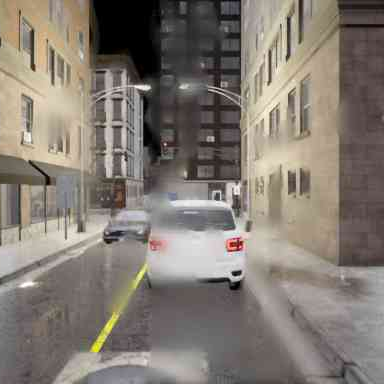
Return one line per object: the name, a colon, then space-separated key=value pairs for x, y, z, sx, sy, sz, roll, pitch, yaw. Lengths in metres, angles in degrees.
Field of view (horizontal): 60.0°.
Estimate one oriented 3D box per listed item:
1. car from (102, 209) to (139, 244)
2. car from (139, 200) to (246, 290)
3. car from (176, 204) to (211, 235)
car: x=-2.774 y=1.547 z=15.982 sx=2.033 sy=1.411 sz=5.357 roll=0 pitch=0 yaw=0
car: x=0.090 y=1.221 z=9.215 sx=2.150 sy=2.045 sz=5.566 roll=0 pitch=0 yaw=0
car: x=0.060 y=1.526 z=19.538 sx=1.812 sy=1.442 sz=4.674 roll=0 pitch=0 yaw=0
